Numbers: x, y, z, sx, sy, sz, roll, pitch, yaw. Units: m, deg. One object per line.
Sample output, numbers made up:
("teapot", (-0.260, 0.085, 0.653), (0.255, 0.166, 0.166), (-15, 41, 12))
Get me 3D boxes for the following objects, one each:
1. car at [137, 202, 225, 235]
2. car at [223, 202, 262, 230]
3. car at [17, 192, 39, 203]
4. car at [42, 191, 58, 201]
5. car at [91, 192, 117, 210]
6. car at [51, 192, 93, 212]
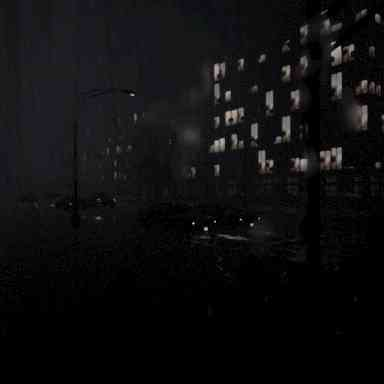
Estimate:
("car", (-0.978, 1.295, 17.704), (2.033, 1.411, 5.357), (0, 1, -38))
("car", (1.628, 1.294, 19.702), (2.033, 1.411, 5.357), (0, 1, -36))
("car", (-22.119, 0.728, 44.771), (1.994, 1.385, 4.181), (0, 1, -38))
("car", (-19.541, 0.517, 46.751), (1.895, 1.301, 4.718), (0, 1, -38))
("car", (-9.361, 0.775, 33.617), (2.097, 1.767, 4.553), (0, 1, -38))
("car", (-11.119, 0.973, 30.590), (1.812, 1.442, 4.674), (0, 1, -38))
